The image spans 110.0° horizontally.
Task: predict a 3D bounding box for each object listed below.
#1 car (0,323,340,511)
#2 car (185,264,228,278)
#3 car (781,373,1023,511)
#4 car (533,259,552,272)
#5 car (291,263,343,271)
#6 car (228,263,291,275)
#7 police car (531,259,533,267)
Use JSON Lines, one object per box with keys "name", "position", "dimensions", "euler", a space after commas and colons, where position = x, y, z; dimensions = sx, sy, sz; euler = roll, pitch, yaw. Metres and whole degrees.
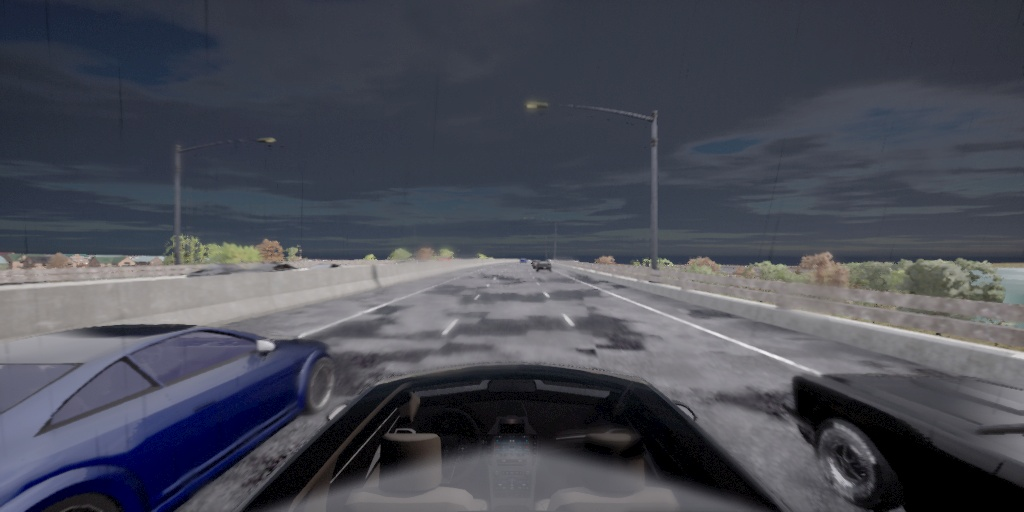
{"name": "car", "position": [-3.394, 1.310, 3.319], "dimensions": [1.994, 1.385, 4.181], "euler": [0, 0, 0]}
{"name": "car", "position": [-20.925, 1.298, 25.755], "dimensions": [1.994, 1.385, 4.181], "euler": [0, 0, 1]}
{"name": "car", "position": [3.604, 1.358, 1.382], "dimensions": [1.895, 1.301, 4.718], "euler": [0, 0, 0]}
{"name": "car", "position": [4.024, 1.272, 45.821], "dimensions": [1.882, 1.535, 5.008], "euler": [0, 0, 1]}
{"name": "car", "position": [-13.912, 1.272, 26.751], "dimensions": [1.812, 1.442, 4.674], "euler": [0, 0, 1]}
{"name": "car", "position": [-17.426, 1.246, 25.860], "dimensions": [1.837, 1.490, 4.892], "euler": [0, -1, 1]}
{"name": "police car", "position": [4.330, 1.324, 56.740], "dimensions": [2.038, 1.542, 4.974], "euler": [0, 0, 2]}
